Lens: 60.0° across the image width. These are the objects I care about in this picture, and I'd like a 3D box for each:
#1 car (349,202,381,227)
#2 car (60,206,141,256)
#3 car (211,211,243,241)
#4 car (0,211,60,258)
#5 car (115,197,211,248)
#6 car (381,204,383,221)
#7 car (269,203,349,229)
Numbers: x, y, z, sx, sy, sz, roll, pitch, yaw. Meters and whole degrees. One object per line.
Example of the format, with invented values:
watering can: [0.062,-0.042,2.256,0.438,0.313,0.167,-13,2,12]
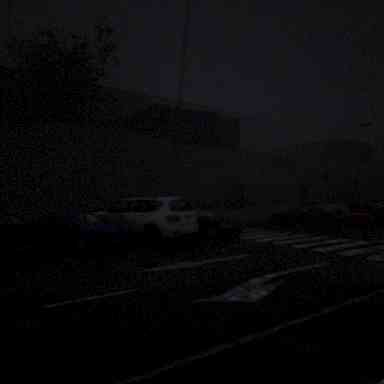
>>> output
car: [10.031,1.541,23.568,5.366,1.575,1.946,-1,-1,35]
car: [-4.697,1.495,13.297,5.008,1.535,2.097,-1,-1,35]
car: [0.160,1.504,16.761,4.892,1.521,2.231,-1,-1,34]
car: [-7.121,1.496,11.555,4.892,1.521,2.231,-1,-1,35]
car: [-2.296,1.246,15.036,5.566,2.045,2.435,-1,-1,35]
car: [12.281,1.594,25.415,4.792,1.488,2.163,-1,-1,35]
car: [7.450,1.572,21.936,4.674,1.452,2.002,-1,-1,35]
